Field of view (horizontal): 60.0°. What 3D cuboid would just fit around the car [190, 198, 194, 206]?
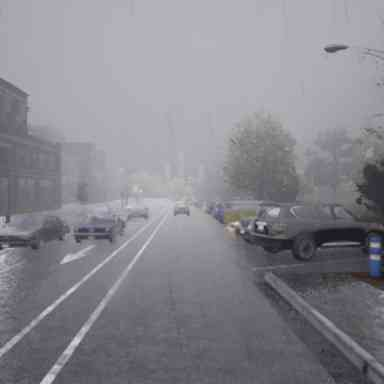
[{"bbox_3d":[2.891,2.348,63.432,5.008,1.535,2.097,1,-1,-24],"label":"car"}]

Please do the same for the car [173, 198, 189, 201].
[{"bbox_3d":[-1.898,2.256,54.108,1.882,1.535,5.008,0,-1,-3],"label":"car"}]

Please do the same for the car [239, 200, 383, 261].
[{"bbox_3d":[4.987,1.434,13.091,5.566,2.045,2.435,1,-1,-22],"label":"car"}]

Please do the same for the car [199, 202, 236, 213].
[{"bbox_3d":[3.672,2.203,48.594,4.892,1.521,2.231,1,0,-23],"label":"car"}]

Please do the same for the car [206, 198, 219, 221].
[{"bbox_3d":[4.459,1.674,27.875,5.566,2.045,2.435,1,-1,-22],"label":"car"}]

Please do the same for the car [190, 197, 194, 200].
[{"bbox_3d":[2.880,2.373,66.471,5.366,1.575,1.946,1,-1,-24],"label":"car"}]

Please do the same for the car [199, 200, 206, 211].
[{"bbox_3d":[4.067,2.131,42.727,5.366,1.575,1.946,1,-1,-22],"label":"car"}]

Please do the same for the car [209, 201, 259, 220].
[{"bbox_3d":[4.244,1.887,33.787,4.553,1.767,2.185,1,-1,-22],"label":"car"}]

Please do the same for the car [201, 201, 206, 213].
[{"bbox_3d":[4.026,2.123,39.708,4.792,1.488,2.163,1,-1,-22],"label":"car"}]

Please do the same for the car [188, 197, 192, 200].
[{"bbox_3d":[2.068,2.478,75.246,4.674,1.452,2.002,1,-1,-25],"label":"car"}]

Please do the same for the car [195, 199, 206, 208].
[{"bbox_3d":[3.613,2.161,45.553,5.366,1.575,1.946,1,0,-22],"label":"car"}]

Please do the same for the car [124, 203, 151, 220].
[{"bbox_3d":[-5.326,2.041,33.827,1.812,1.442,4.674,0,-2,-2],"label":"car"}]

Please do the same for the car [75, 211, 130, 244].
[{"bbox_3d":[-4.753,1.886,17.717,1.895,1.301,4.718,0,-1,-2],"label":"car"}]

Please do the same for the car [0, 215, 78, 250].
[{"bbox_3d":[-7.486,1.806,15.943,2.033,1.411,5.357,0,-1,-1],"label":"car"}]

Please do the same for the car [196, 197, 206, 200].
[{"bbox_3d":[3.507,2.108,51.554,4.553,1.767,2.185,1,-1,-23],"label":"car"}]

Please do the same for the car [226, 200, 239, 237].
[{"bbox_3d":[4.834,1.482,16.015,5.566,2.045,2.435,1,-1,-22],"label":"car"}]

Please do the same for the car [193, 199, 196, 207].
[{"bbox_3d":[3.241,2.334,57.497,4.674,1.452,2.002,1,0,-23],"label":"car"}]

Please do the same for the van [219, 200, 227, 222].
[{"bbox_3d":[4.642,1.655,24.953,4.442,1.987,1.878,1,-1,-22],"label":"van"}]

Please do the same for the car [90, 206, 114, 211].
[{"bbox_3d":[-7.984,2.004,29.606,1.812,1.442,4.674,0,0,-2],"label":"car"}]

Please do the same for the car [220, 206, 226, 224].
[{"bbox_3d":[4.587,1.777,18.901,5.366,1.575,1.946,1,-1,-22],"label":"car"}]

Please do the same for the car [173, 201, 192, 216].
[{"bbox_3d":[-1.240,2.149,40.673,1.812,1.442,4.674,0,-1,-2],"label":"car"}]

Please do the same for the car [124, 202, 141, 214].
[{"bbox_3d":[-8.573,2.271,48.036,1.812,1.442,4.674,0,-1,-2],"label":"car"}]

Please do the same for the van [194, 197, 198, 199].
[{"bbox_3d":[3.182,2.098,60.519,4.442,1.987,1.878,1,-1,-23],"label":"van"}]
